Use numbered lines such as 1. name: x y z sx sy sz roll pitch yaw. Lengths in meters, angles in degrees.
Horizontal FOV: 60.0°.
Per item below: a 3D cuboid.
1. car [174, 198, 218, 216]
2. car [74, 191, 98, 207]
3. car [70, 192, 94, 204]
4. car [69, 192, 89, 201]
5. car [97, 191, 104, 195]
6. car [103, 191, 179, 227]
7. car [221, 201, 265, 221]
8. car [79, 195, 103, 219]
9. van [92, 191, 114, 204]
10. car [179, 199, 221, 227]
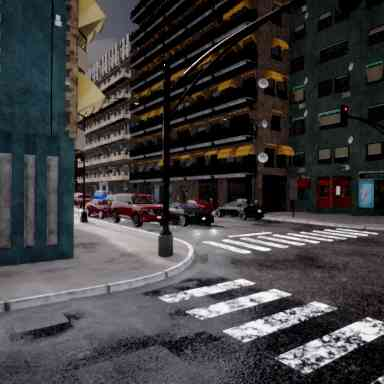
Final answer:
1. car: 0.285 1.291 29.668 1.802 1.307 4.206 2 0 -36
2. car: -12.083 0.949 36.900 1.882 1.535 5.008 1 0 -36
3. car: -15.645 0.824 47.188 1.882 1.535 5.008 1 0 -36
4. car: -19.291 0.771 56.757 1.887 1.381 4.507 2 0 -36
5. car: -6.057 0.972 28.547 2.097 1.767 4.553 1 0 -36
6. car: -3.259 1.035 20.277 2.192 1.841 5.009 2 0 -36
7. car: 3.548 1.355 25.153 1.947 1.339 4.313 2 0 -36
8. car: -6.529 1.184 24.791 1.887 1.381 4.507 2 0 -36
9. van: -12.761 0.728 47.728 1.690 1.788 3.998 2 0 -36
10. car: -0.480 1.322 20.820 1.994 1.385 4.181 1 0 -36
